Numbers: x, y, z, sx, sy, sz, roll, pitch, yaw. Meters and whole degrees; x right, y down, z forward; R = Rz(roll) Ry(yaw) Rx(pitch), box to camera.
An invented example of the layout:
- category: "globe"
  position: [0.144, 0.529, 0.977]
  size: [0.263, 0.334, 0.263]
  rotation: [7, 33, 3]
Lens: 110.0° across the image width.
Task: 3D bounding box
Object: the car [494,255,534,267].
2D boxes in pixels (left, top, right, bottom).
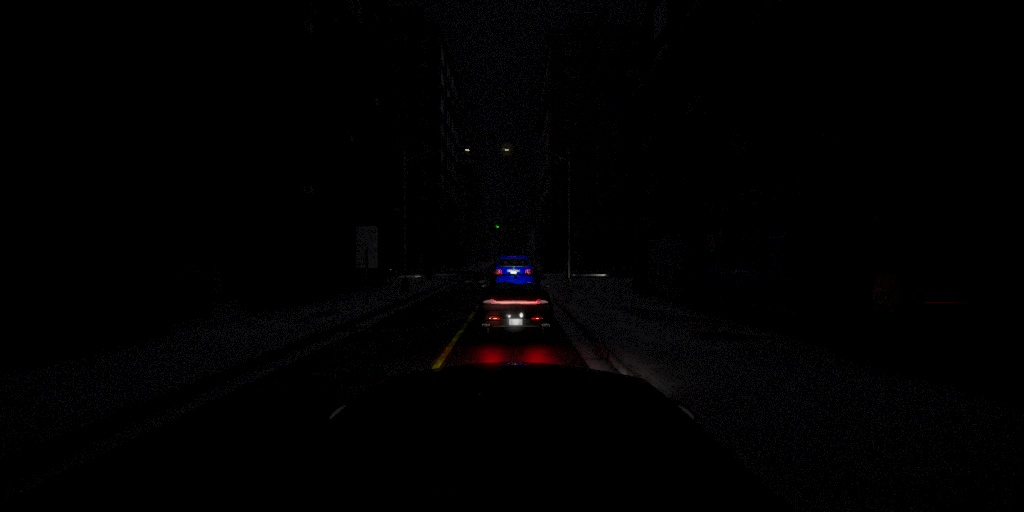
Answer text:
- category: "car"
  position: [0.107, 0.970, 20.665]
  size: [2.150, 2.045, 5.566]
  rotation: [0, 0, 1]

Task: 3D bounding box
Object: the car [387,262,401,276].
- category: "car"
  position: [-13.587, 1.273, 34.830]
  size: [4.674, 1.442, 1.812]
  rotation: [0, 0, -1]

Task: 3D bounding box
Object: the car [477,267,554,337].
- category: "car"
  position: [0.100, 1.241, 10.318]
  size: [2.128, 1.511, 4.902]
  rotation: [0, 0, 0]

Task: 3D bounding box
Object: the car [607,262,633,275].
- category: "car"
  position: [12.166, 1.315, 37.648]
  size: [4.181, 1.385, 1.994]
  rotation: [0, 0, 0]
